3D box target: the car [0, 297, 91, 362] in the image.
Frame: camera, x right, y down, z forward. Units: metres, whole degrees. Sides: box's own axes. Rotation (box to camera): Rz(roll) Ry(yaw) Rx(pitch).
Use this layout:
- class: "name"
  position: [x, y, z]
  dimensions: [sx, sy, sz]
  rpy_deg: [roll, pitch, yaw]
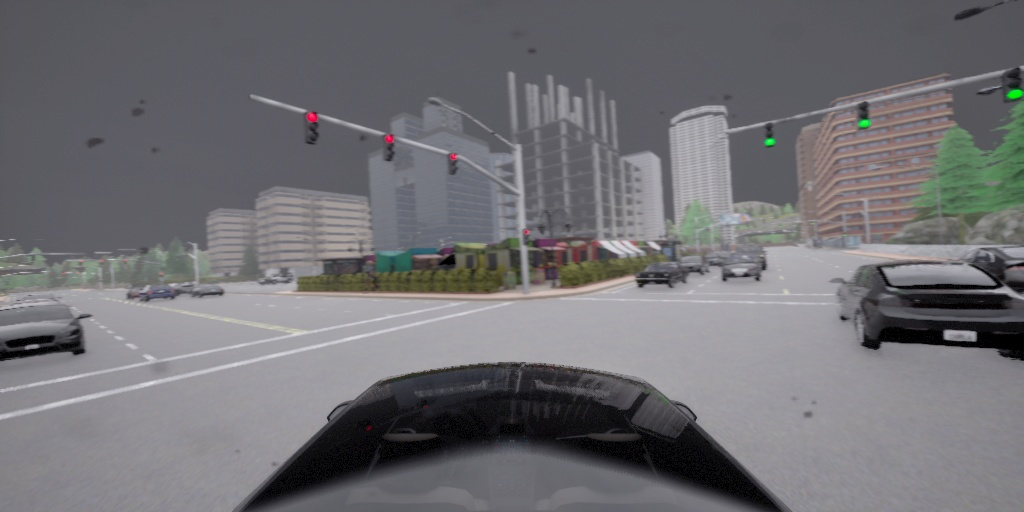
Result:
- class: "car"
  position: [-14.090, 2.182, 10.543]
  dimensions: [4.892, 1.490, 1.837]
  rpy_deg: [-4, -1, 37]

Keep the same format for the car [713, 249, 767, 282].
- class: "car"
  position: [13.566, 0.619, 21.179]
  dimensions: [2.128, 1.511, 4.902]
  rpy_deg: [-4, -1, 36]

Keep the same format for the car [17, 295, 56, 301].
- class: "car"
  position: [-21.415, 2.696, 16.134]
  dimensions: [4.674, 1.442, 1.812]
  rpy_deg: [-4, -1, 38]

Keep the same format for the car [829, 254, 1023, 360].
- class: "car"
  position: [7.868, 0.836, 7.106]
  dimensions: [1.837, 1.490, 4.892]
  rpy_deg: [-4, -1, 37]

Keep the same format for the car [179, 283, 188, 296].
- class: "car"
  position: [-39.780, 4.027, 43.475]
  dimensions: [4.902, 1.511, 2.128]
  rpy_deg: [-4, -1, 37]

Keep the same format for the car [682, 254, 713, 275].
- class: "car"
  position: [14.068, 0.668, 27.830]
  dimensions: [1.837, 1.490, 4.892]
  rpy_deg: [-4, -1, 36]

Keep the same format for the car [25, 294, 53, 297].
- class: "car"
  position: [-29.362, 3.306, 22.211]
  dimensions: [4.718, 1.301, 1.895]
  rpy_deg: [-4, -1, 37]

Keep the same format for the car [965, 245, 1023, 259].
- class: "car"
  position: [14.832, 0.441, 10.693]
  dimensions: [2.128, 1.511, 4.902]
  rpy_deg: [-4, -1, 36]

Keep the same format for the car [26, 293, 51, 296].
- class: "car"
  position: [-37.333, 3.719, 28.341]
  dimensions: [5.008, 1.535, 1.882]
  rpy_deg: [-4, -1, 38]

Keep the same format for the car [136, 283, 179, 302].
- class: "car"
  position: [-35.800, 3.577, 36.157]
  dimensions: [4.553, 1.767, 2.097]
  rpy_deg: [-4, -1, 37]

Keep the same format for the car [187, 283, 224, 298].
- class: "car"
  position: [-31.786, 3.562, 37.442]
  dimensions: [4.181, 1.385, 1.994]
  rpy_deg: [-4, -1, 38]

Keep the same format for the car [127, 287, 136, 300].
- class: "car"
  position: [-43.446, 4.304, 41.991]
  dimensions: [4.181, 1.385, 1.994]
  rpy_deg: [-4, -1, 37]

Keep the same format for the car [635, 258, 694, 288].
- class: "car"
  position: [8.579, 1.019, 20.342]
  dimensions: [1.895, 1.301, 4.718]
  rpy_deg: [-4, -1, 38]

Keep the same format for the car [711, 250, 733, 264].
- class: "car"
  position: [25.906, 0.119, 44.084]
  dimensions: [1.837, 1.490, 4.892]
  rpy_deg: [-4, -1, 36]

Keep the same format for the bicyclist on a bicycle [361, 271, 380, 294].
- class: "bicyclist on a bicycle"
  position: [-10.049, 1.844, 25.598]
  dimensions: [0.582, 1.620, 1.656]
  rpy_deg: [-4, 5, 37]

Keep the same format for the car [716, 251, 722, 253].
- class: "car"
  position: [19.900, 0.457, 35.846]
  dimensions: [1.994, 1.385, 4.181]
  rpy_deg: [-4, -1, 35]

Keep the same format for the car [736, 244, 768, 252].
- class: "car"
  position: [19.334, 0.082, 29.164]
  dimensions: [2.150, 2.045, 5.566]
  rpy_deg: [-4, -1, 36]
